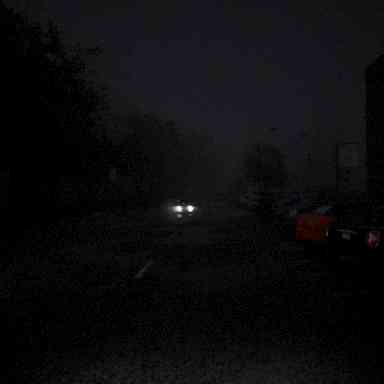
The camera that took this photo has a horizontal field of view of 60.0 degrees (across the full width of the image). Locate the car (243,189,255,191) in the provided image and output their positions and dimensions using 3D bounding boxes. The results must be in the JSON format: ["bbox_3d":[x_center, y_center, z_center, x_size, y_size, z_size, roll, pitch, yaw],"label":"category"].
[{"bbox_3d":[7.887,0.662,35.975,5.566,2.045,2.435,-1,0,-16],"label":"car"}]

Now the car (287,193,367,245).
[{"bbox_3d":[6.152,1.076,11.984,4.553,1.767,2.185,-1,0,-16],"label":"car"}]

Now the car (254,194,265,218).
[{"bbox_3d":[6.823,1.092,20.980,5.008,1.535,2.097,-1,0,-16],"label":"car"}]

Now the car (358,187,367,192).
[{"bbox_3d":[24.854,0.400,50.935,2.163,1.488,4.792,-2,2,-18],"label":"car"}]

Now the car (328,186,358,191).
[{"bbox_3d":[21.932,0.186,51.021,2.435,2.045,5.566,-1,1,-17],"label":"car"}]

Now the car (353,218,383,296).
[{"bbox_3d":[5.727,1.308,5.986,4.792,1.488,2.163,-1,1,-16],"label":"car"}]

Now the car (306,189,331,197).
[{"bbox_3d":[25.719,0.210,67.860,2.163,1.488,4.792,-2,0,-17],"label":"car"}]

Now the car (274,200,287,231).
[{"bbox_3d":[6.404,1.205,14.984,4.674,1.452,2.002,-1,1,-16],"label":"car"}]

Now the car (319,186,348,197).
[{"bbox_3d":[28.733,-0.138,67.727,2.435,2.045,5.566,-2,0,-17],"label":"car"}]

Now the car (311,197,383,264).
[{"bbox_3d":[5.936,1.114,8.991,4.553,1.767,2.185,-1,0,-16],"label":"car"}]

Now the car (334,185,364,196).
[{"bbox_3d":[31.788,-0.208,67.550,2.435,2.045,5.566,-1,0,-18],"label":"car"}]

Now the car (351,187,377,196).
[{"bbox_3d":[34.787,-0.149,67.470,2.185,1.767,4.553,-1,0,-18],"label":"car"}]

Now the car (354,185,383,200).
[{"bbox_3d":[27.811,0.052,50.804,2.435,2.045,5.566,-2,1,-17],"label":"car"}]

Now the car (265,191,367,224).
[{"bbox_3d":[6.649,1.002,17.980,4.553,1.767,2.185,-1,1,-16],"label":"car"}]

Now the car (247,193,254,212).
[{"bbox_3d":[7.257,1.060,26.967,4.674,1.452,2.002,-1,1,-16],"label":"car"}]

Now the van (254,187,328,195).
[{"bbox_3d":[7.150,0.829,24.007,4.442,1.987,1.878,-1,0,-16],"label":"van"}]

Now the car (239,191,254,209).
[{"bbox_3d":[7.279,0.984,29.913,5.366,1.575,1.946,-1,1,-16],"label":"car"}]

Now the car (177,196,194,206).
[{"bbox_3d":[-0.853,1.146,44.571,1.895,1.301,4.718,-1,1,5],"label":"car"}]
